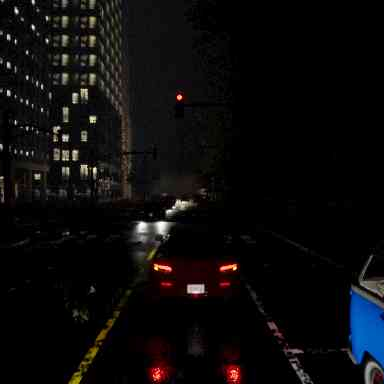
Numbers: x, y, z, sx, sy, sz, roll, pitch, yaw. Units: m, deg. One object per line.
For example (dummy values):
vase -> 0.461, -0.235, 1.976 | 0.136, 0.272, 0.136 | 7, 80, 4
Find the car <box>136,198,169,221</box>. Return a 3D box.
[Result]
car -> -3.115, 1.474, 27.157 | 1.837, 1.490, 4.892 | 1, -1, -1

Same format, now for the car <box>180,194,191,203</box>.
car -> -1.505, 1.552, 70.641 | 1.895, 1.301, 4.718 | 0, 0, -2

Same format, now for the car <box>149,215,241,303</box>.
car -> 0.051, 1.525, 8.106 | 1.812, 1.442, 4.674 | 0, 0, 0

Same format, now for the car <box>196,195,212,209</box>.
car -> 1.883, 1.510, 45.887 | 1.752, 1.417, 4.829 | 0, 0, -2

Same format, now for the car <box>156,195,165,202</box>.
car -> -7.303, 1.502, 78.594 | 1.887, 1.381, 4.507 | 0, 0, -2

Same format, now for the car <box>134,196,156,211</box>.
car -> -5.846, 1.539, 39.794 | 2.008, 1.369, 4.403 | 0, 0, -1

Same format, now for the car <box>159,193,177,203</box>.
car -> -3.785, 1.333, 54.635 | 2.097, 1.767, 4.553 | 0, 0, -2

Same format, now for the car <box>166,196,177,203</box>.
car -> -4.172, 1.531, 68.076 | 1.994, 1.385, 4.181 | 0, 0, -2

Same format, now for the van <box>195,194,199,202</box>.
van -> 1.731, 1.322, 51.259 | 1.690, 1.788, 3.998 | 0, 0, -2

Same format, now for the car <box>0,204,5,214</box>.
car -> -18.230, 1.377, 28.530 | 4.206, 1.307, 1.802 | 1, 0, 3

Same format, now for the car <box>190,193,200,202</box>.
car -> 0.713, 1.271, 78.971 | 2.192, 1.841, 5.009 | 0, 0, -3

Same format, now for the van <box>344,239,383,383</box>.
van -> 2.557, 1.341, 2.172 | 1.690, 1.788, 3.998 | 0, 0, 0

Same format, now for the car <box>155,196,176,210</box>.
car -> -3.456, 1.551, 42.674 | 1.994, 1.385, 4.181 | 0, 0, -1

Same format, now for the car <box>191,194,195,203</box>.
car -> 1.162, 1.493, 68.053 | 1.752, 1.417, 4.829 | 0, 0, -2

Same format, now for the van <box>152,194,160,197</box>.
van -> -6.646, 1.314, 61.965 | 1.690, 1.788, 3.998 | 0, 0, -2

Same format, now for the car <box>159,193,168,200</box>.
car -> -8.107, 1.252, 95.219 | 2.192, 1.841, 5.009 | 0, 0, -3

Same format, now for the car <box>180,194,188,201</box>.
car -> -1.927, 1.265, 80.616 | 1.882, 1.535, 5.008 | 0, 0, -3

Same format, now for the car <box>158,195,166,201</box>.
car -> -7.557, 1.533, 84.138 | 1.802, 1.307, 4.206 | 0, 0, -3

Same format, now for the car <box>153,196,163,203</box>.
car -> -6.849, 1.513, 67.508 | 1.887, 1.381, 4.507 | 0, 0, -2
